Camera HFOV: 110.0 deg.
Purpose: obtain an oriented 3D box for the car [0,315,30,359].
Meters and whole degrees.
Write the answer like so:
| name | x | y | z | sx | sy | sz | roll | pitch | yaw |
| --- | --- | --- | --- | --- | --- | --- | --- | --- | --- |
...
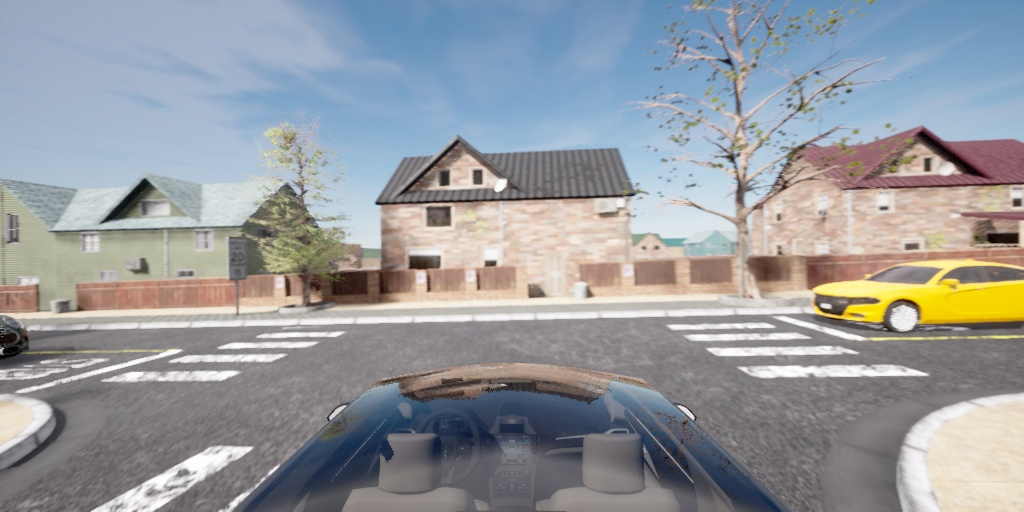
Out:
| name | x | y | z | sx | sy | sz | roll | pitch | yaw |
| --- | --- | --- | --- | --- | --- | --- | --- | --- | --- |
| car | -13.988 | 1.701 | 8.074 | 4.553 | 1.767 | 2.097 | -2 | 0 | 5 |

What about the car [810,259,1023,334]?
| name | x | y | z | sx | sy | sz | roll | pitch | yaw |
| --- | --- | --- | --- | --- | --- | --- | --- | --- | --- |
| car | 10.111 | 0.856 | 8.594 | 5.008 | 1.535 | 1.882 | -2 | 0 | 3 |
